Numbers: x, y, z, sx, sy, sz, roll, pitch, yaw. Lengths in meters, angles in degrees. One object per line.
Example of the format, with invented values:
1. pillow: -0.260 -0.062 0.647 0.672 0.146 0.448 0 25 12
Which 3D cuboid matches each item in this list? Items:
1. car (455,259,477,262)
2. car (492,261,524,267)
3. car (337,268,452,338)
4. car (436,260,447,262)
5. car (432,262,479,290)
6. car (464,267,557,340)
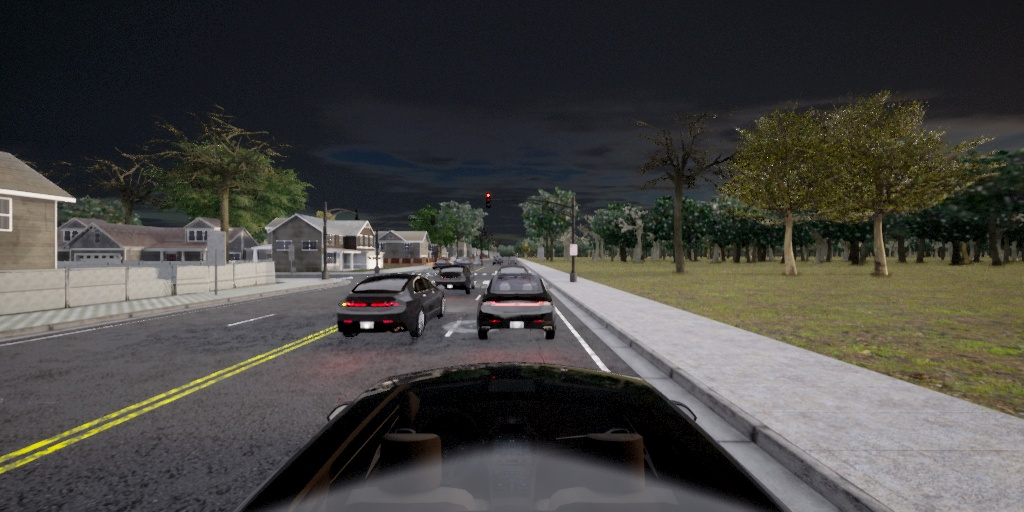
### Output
1. car: -6.529 1.278 50.158 2.033 1.411 5.357 0 0 0
2. car: 0.052 1.225 19.389 1.882 1.535 5.008 0 0 1
3. car: -3.138 1.253 10.186 1.837 1.490 4.892 0 0 0
4. car: -9.779 1.278 50.163 2.033 1.411 5.357 0 0 0
5. car: -3.114 1.252 20.071 1.837 1.490 4.892 0 0 -1
6. car: 0.110 1.240 9.986 2.128 1.511 4.902 0 0 0
